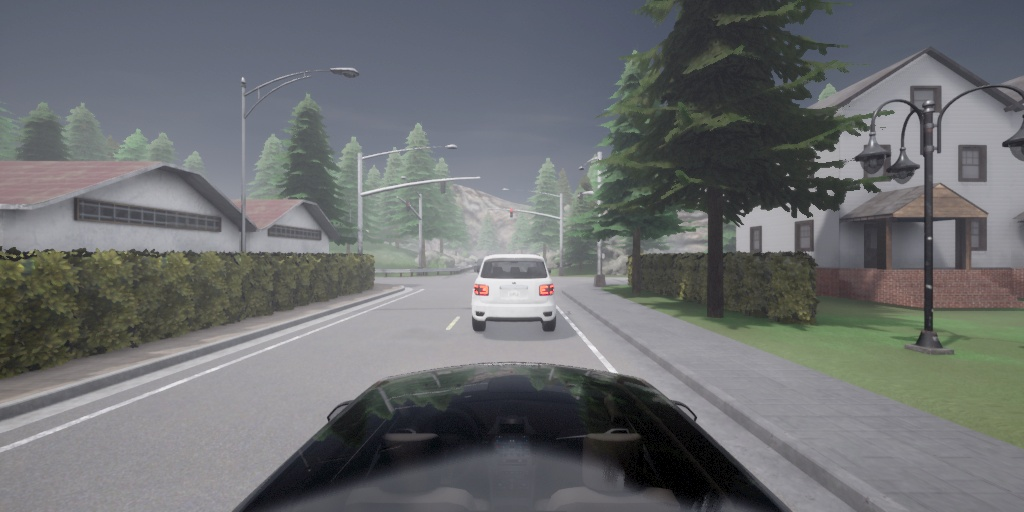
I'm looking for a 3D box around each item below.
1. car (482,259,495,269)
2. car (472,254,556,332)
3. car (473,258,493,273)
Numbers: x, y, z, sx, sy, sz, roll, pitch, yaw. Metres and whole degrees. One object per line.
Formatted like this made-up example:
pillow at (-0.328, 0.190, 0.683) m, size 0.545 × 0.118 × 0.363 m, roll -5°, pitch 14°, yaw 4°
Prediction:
car at (-3.584, 1.275, 55.516) m, size 1.812 × 1.442 × 4.674 m, roll 0°, pitch 0°, yaw 0°
car at (0.064, 0.971, 11.048) m, size 2.150 × 2.045 × 5.566 m, roll 0°, pitch 0°, yaw 0°
car at (-3.591, 1.101, 44.990) m, size 2.097 × 1.767 × 4.553 m, roll 0°, pitch 0°, yaw 0°
